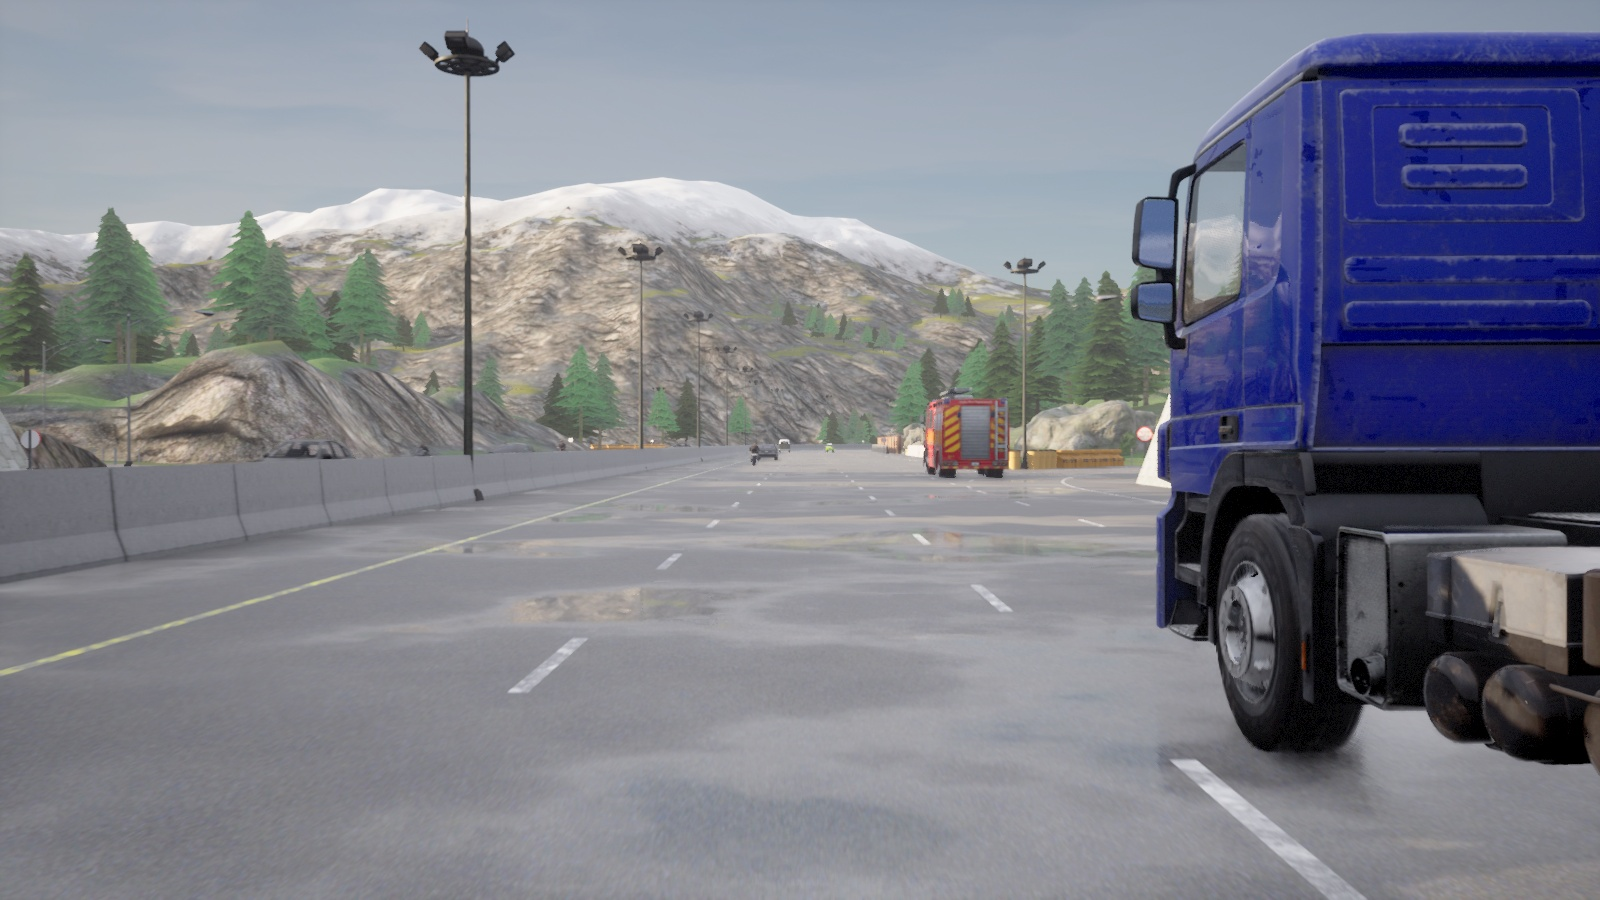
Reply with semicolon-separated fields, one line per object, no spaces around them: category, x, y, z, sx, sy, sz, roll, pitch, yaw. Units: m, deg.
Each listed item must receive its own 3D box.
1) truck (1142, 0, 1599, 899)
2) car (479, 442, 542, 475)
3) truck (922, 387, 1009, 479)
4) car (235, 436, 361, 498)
truck;3.538;-0.254;3.777;2.891;3.462;7.936;0;0;0
car;-13.647;0.407;59.415;1.837;1.490;4.892;0;0;0
truck;7.340;-0.733;56.821;2.891;3.827;8.468;0;0;0
car;-13.787;0.438;34.739;1.851;1.617;3.988;0;0;0
